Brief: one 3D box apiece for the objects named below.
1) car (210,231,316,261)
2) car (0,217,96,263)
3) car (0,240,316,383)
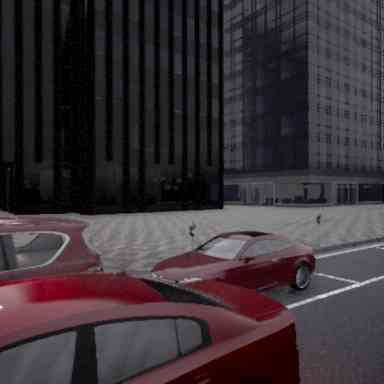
[{"bbox_3d":[1.071,1.561,7.414,4.206,1.307,1.802,0,0,-36],"label":"car"},{"bbox_3d":[-3.550,1.321,4.114,5.009,1.841,2.192,0,0,-36],"label":"car"},{"bbox_3d":[-1.303,1.478,2.444,5.008,1.535,1.882,0,0,-36],"label":"car"}]
